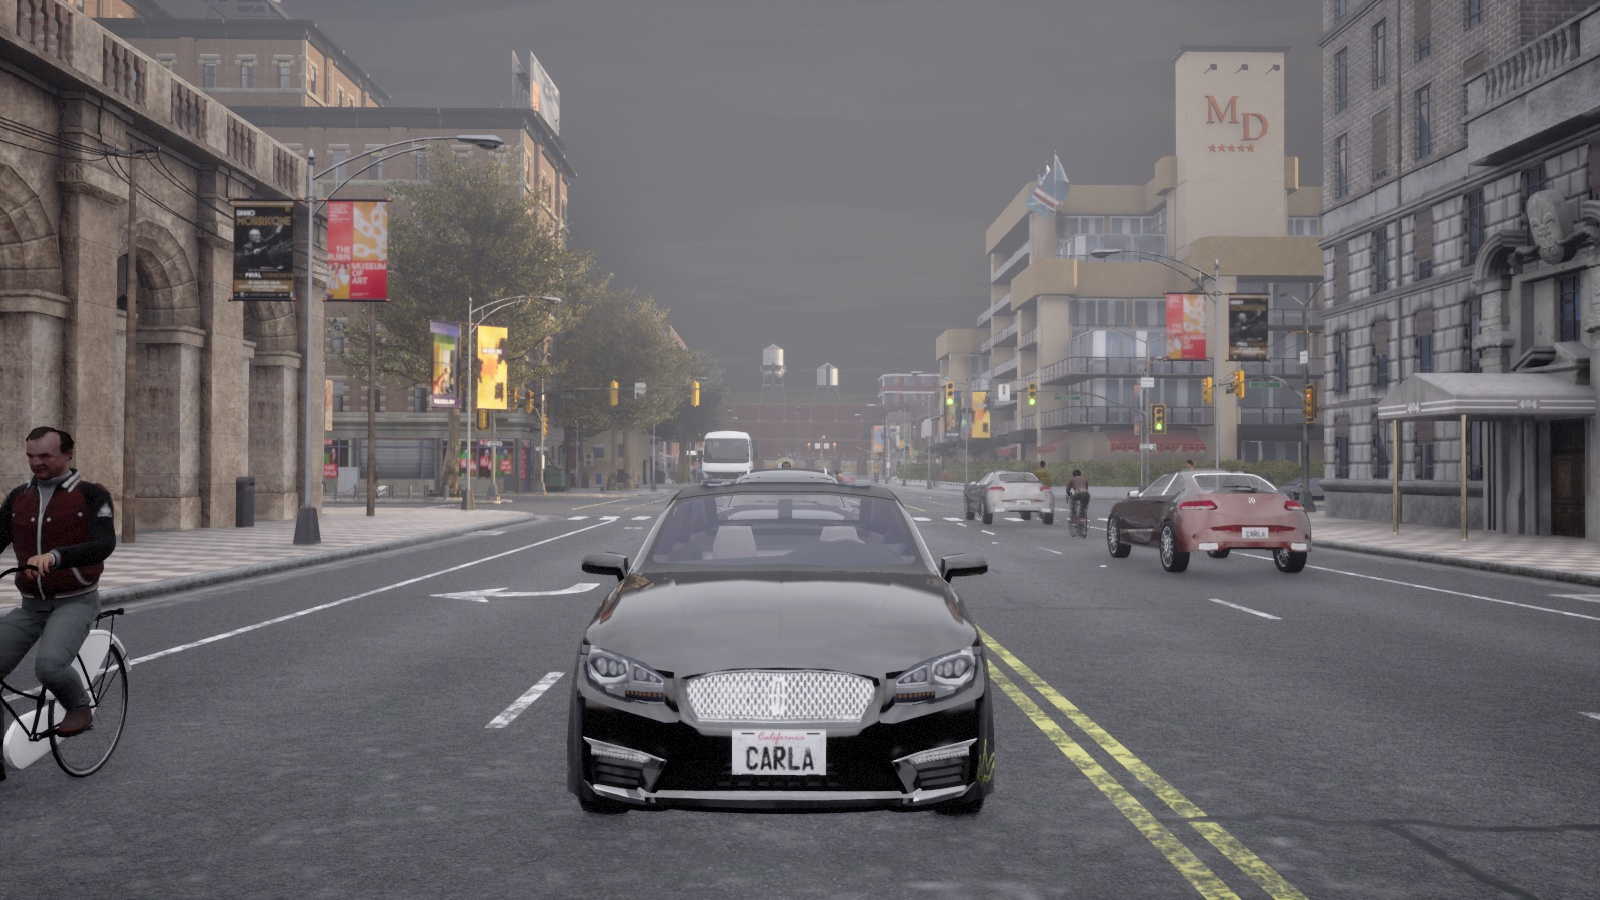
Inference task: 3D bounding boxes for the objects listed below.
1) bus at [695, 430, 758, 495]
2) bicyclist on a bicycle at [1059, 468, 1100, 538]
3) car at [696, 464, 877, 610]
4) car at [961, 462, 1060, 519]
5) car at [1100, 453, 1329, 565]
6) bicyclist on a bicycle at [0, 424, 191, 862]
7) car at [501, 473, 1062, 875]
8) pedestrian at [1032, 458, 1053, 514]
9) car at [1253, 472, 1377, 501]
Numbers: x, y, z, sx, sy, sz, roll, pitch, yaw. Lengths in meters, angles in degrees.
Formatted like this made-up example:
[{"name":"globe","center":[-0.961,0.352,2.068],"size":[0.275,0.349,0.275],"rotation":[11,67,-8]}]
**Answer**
[{"name":"bus","center":[-4.931,0.914,86.961],"size":[3.944,4.253,10.273],"rotation":[0,-1,-1]},{"name":"bicyclist on a bicycle","center":[6.647,1.242,29.938],"size":[0.582,1.620,1.656],"rotation":[0,-1,-1]},{"name":"car","center":[-0.165,1.024,16.622],"size":[2.033,1.649,4.856],"rotation":[0,-1,0]},{"name":"car","center":[6.471,1.224,39.178],"size":[2.152,1.651,5.027],"rotation":[0,-1,-1]},{"name":"car","center":[6.791,0.922,21.273],"size":[2.152,1.651,5.027],"rotation":[0,-1,-1]},{"name":"bicyclist on a bicycle","center":[-3.575,0.796,5.776],"size":[0.659,1.776,1.843],"rotation":[0,-1,0]},{"name":"car","center":[-0.075,0.892,7.228],"size":[2.128,1.511,4.902],"rotation":[0,-1,0]},{"name":"pedestrian","center":[8.035,1.191,41.583],"size":[0.431,1.840,0.709],"rotation":[-1,-1,35]},{"name":"car","center":[25.783,1.814,63.007],"size":[5.357,1.411,2.033],"rotation":[0,-1,-1]}]
